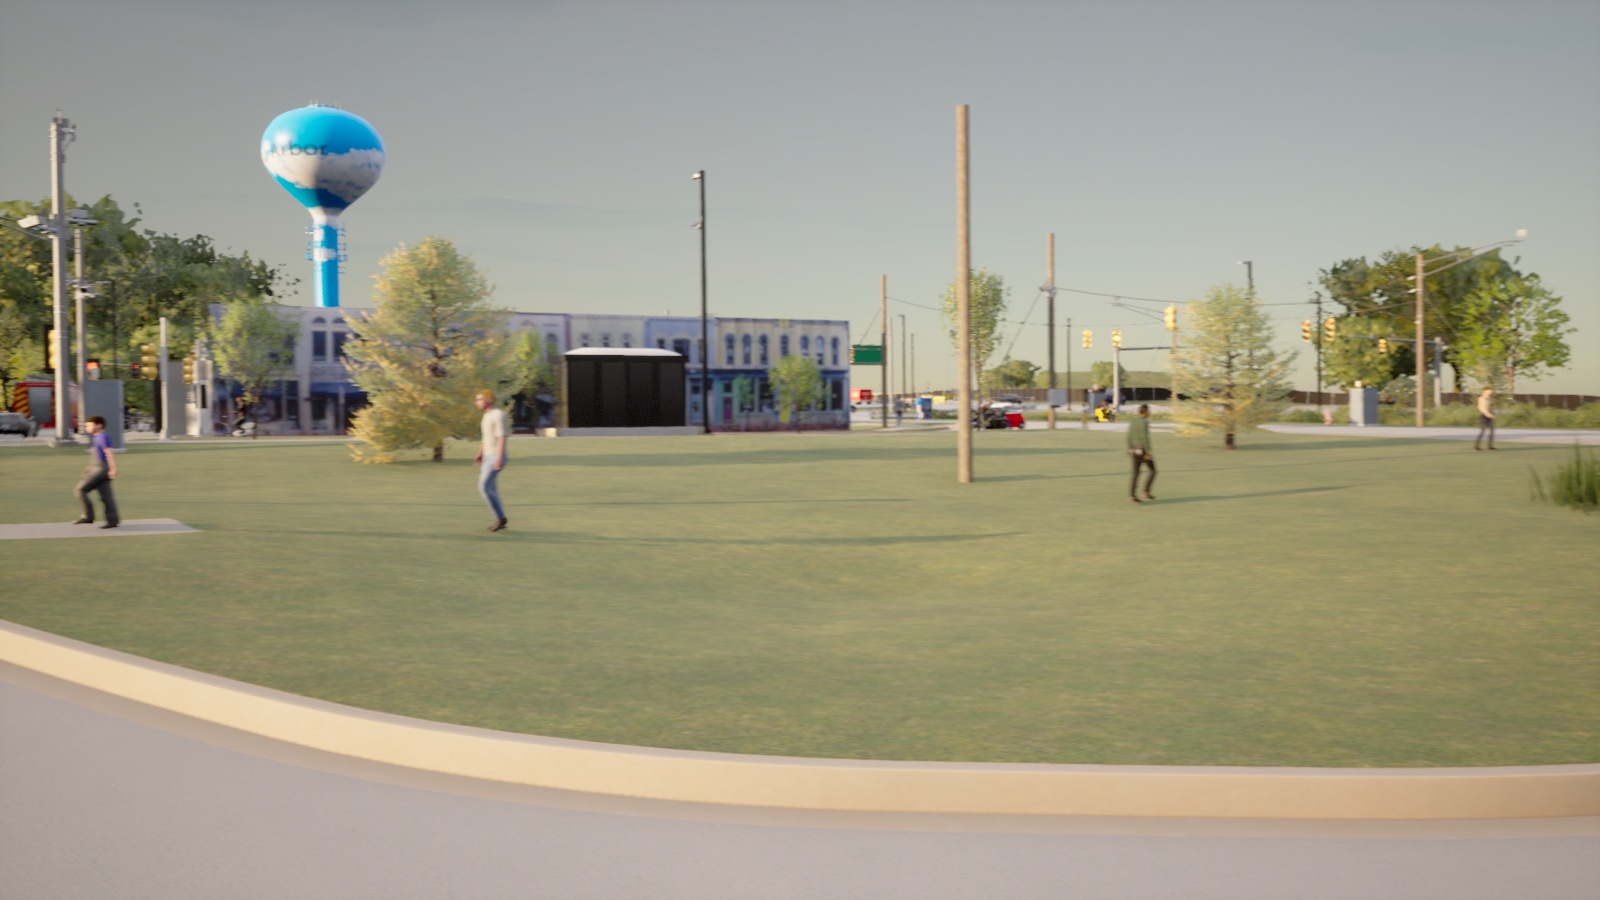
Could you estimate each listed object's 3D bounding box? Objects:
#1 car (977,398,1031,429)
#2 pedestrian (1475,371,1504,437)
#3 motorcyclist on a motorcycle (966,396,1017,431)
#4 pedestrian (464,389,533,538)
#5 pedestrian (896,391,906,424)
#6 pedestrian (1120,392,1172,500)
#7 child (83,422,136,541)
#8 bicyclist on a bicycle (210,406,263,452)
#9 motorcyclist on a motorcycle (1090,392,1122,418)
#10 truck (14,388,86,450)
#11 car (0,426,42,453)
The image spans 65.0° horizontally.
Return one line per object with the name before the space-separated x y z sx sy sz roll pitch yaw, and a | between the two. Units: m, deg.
car | 10.031 -1.806 61.640 2.207 1.376 1.481 -4 2 -41
pedestrian | 19.342 -1.279 35.225 0.345 1.836 0.594 -2 1 -24
motorcyclist on a motorcycle | 9.077 -1.727 59.586 2.191 1.530 0.866 -3 2 -12
pedestrian | -3.811 0.158 15.881 0.706 1.836 0.354 -2 1 -32
pedestrian | 5.787 -2.447 72.172 0.354 1.836 0.706 -1 1 18
pedestrian | 6.372 -0.074 23.102 0.788 1.949 0.423 -2 1 -23
child | -7.524 0.331 13.682 0.437 1.263 0.270 -2 1 -33
bicyclist on a bicycle | -22.611 -0.844 50.431 1.843 1.776 0.659 -2 1 -19
motorcyclist on a motorcycle | 18.434 -2.710 75.760 0.797 1.523 2.044 -2 2 -23
truck | -49.132 -2.035 82.454 2.891 3.827 8.468 -2 2 -24
car | -42.796 -0.560 68.462 1.994 1.385 4.181 -2 2 -24
